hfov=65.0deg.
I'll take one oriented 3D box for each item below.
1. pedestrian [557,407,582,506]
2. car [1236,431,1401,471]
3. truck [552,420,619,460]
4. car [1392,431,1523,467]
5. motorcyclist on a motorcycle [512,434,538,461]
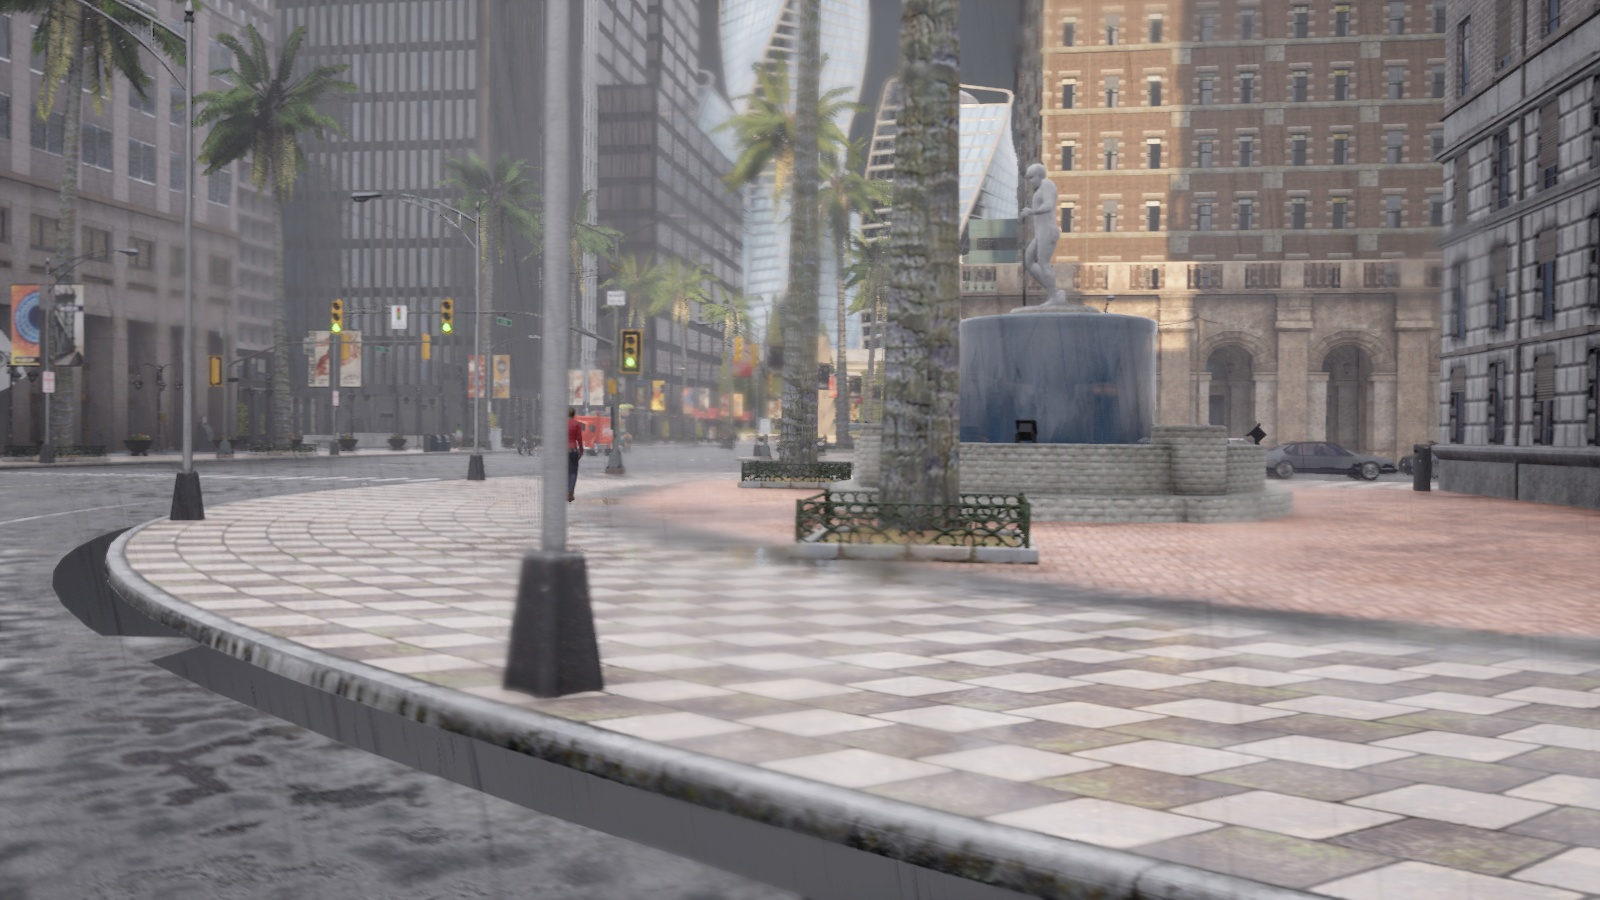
[{"bbox_3d":[-4.358,0.124,23.724,0.331,1.846,0.636,0,1,1],"label":"pedestrian"},{"bbox_3d":[19.296,0.020,46.936,5.357,1.411,2.033,0,1,8],"label":"car"},{"bbox_3d":[-13.491,-0.648,79.204,2.627,2.467,5.204,0,1,9],"label":"truck"},{"bbox_3d":[25.842,-0.051,49.488,4.181,1.385,1.994,0,1,9],"label":"car"},{"bbox_3d":[-17.145,-0.170,78.396,0.766,1.649,2.350,0,1,9],"label":"motorcyclist on a motorcycle"}]
